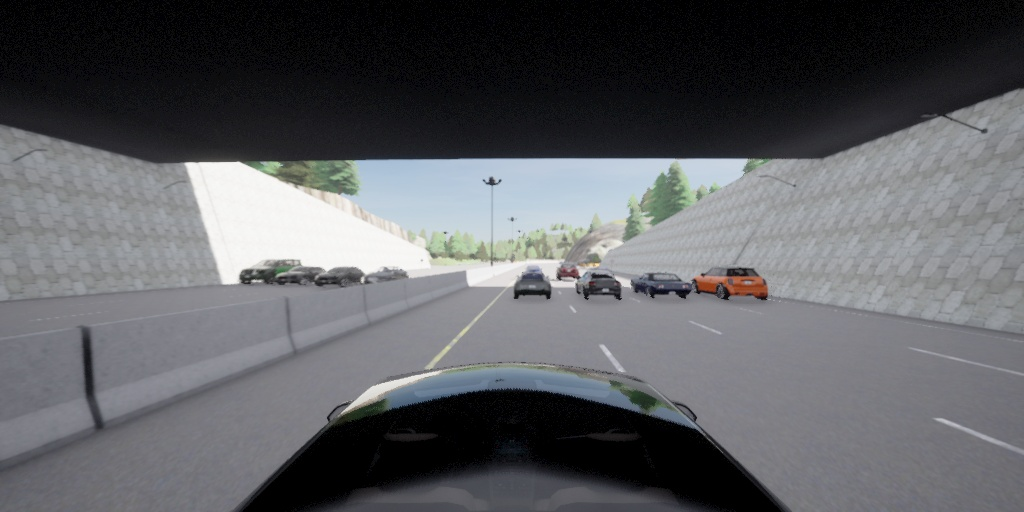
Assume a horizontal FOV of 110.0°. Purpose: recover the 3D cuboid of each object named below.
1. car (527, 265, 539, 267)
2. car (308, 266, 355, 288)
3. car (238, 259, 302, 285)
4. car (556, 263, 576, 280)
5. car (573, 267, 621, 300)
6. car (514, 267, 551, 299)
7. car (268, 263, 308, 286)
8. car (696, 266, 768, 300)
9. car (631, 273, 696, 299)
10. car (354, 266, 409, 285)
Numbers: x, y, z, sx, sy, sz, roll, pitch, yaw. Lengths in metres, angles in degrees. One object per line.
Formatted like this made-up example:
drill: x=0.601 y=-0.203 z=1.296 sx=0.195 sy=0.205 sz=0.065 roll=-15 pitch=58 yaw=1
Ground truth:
car: x=2.268 y=1.706 z=38.324 sx=1.812 sy=1.442 sz=4.674 roll=0 pitch=0 yaw=4
car: x=-12.641 y=1.500 z=26.759 sx=1.837 sy=1.490 sz=4.892 roll=0 pitch=-1 yaw=4
car: x=-19.479 y=1.223 z=29.419 sx=2.150 sy=2.045 sz=5.566 roll=0 pitch=-1 yaw=4
car: x=5.713 y=1.531 z=37.186 sx=2.097 sy=1.767 sz=4.553 roll=0 pitch=-1 yaw=4
car: x=4.603 y=1.496 z=19.363 sx=1.812 sy=1.442 sz=4.674 roll=0 pitch=-1 yaw=3
car: x=1.145 y=1.529 z=19.949 sx=1.994 sy=1.385 sz=4.181 roll=0 pitch=-1 yaw=4
car: x=-16.076 y=1.501 z=27.851 sx=1.837 sy=1.490 sz=4.892 roll=0 pitch=-1 yaw=4
car: x=11.642 y=1.351 z=19.577 sx=2.097 sy=1.767 sz=4.553 roll=0 pitch=-1 yaw=4
car: x=8.171 y=1.593 z=20.142 sx=1.895 sy=1.301 sz=4.718 roll=0 pitch=-1 yaw=4
car: x=-9.158 y=1.493 z=26.364 sx=2.128 sy=1.511 sz=4.902 roll=0 pitch=-1 yaw=4
